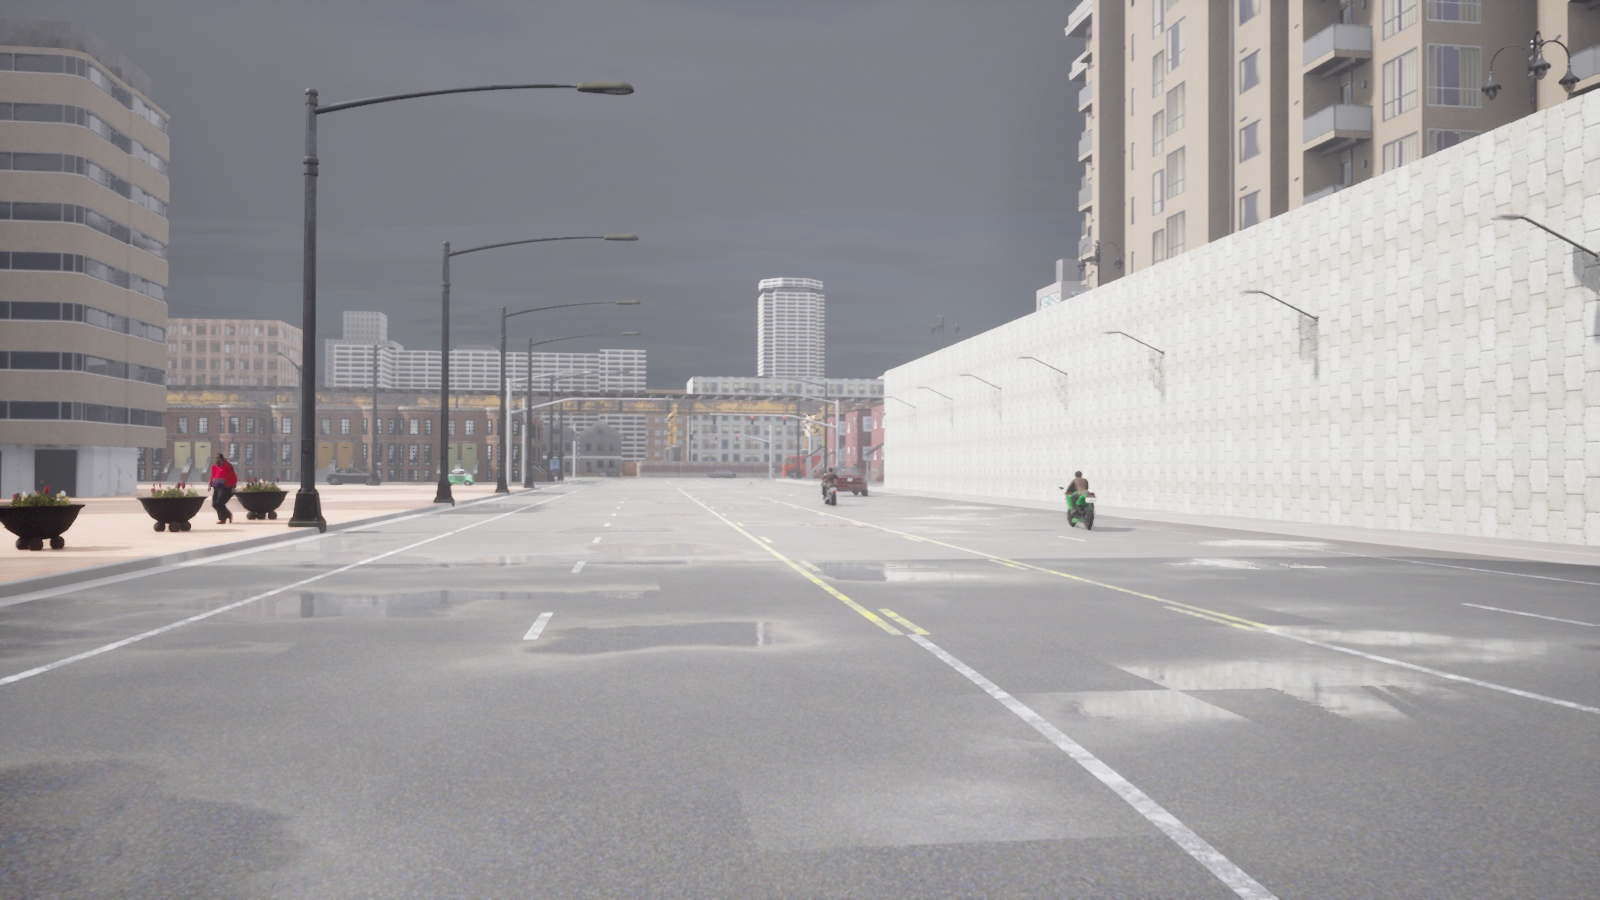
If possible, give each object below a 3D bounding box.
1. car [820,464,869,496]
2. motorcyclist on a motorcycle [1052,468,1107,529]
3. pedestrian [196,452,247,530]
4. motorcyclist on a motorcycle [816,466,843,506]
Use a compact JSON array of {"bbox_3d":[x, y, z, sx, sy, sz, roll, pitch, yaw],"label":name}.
[{"bbox_3d":[2.478,1.702,71.757,2.097,1.767,4.553,0,-1,-7],"label":"car"},{"bbox_3d":[7.264,1.239,32.698,0.797,1.523,2.044,0,-1,-5],"label":"motorcyclist on a motorcycle"},{"bbox_3d":[-13.844,0.968,30.051,0.634,1.844,0.899,-1,-1,25],"label":"pedestrian"},{"bbox_3d":[1.238,1.531,53.181,0.766,1.649,2.350,0,-1,-7],"label":"motorcyclist on a motorcycle"}]
